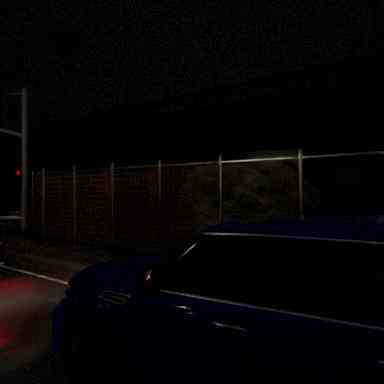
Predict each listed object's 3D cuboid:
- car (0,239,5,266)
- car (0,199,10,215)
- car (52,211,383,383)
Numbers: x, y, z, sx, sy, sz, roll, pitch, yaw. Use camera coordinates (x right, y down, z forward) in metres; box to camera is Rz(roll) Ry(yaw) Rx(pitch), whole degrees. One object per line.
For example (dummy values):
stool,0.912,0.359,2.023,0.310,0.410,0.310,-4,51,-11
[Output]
car,-7.051,1.492,9.021,4.902,1.511,2.128,0,0,33
car,-20.148,1.407,31.886,2.097,1.767,4.553,0,0,37
car,0.963,1.221,3.303,5.566,2.045,2.150,0,0,35
